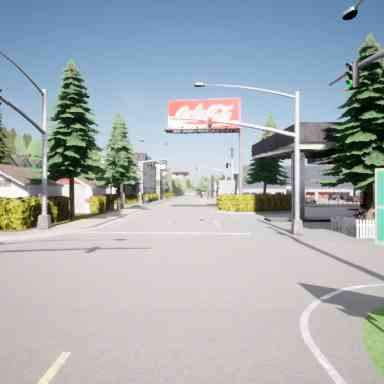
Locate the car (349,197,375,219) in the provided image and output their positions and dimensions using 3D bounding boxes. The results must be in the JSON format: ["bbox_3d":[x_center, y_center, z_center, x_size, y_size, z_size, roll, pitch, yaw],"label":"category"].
[{"bbox_3d":[14.356,1.504,24.998,3.866,1.878,1.905,0,0,0],"label":"car"}]

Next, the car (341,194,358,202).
[{"bbox_3d":[34.870,1.489,71.866,2.007,1.523,4.514,0,0,0],"label":"car"}]

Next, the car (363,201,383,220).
[{"bbox_3d":[18.679,1.672,30.670,4.611,1.667,2.242,0,0,0],"label":"car"}]

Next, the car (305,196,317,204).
[{"bbox_3d":[22.470,1.552,64.069,1.970,1.475,3.806,0,0,0],"label":"car"}]
